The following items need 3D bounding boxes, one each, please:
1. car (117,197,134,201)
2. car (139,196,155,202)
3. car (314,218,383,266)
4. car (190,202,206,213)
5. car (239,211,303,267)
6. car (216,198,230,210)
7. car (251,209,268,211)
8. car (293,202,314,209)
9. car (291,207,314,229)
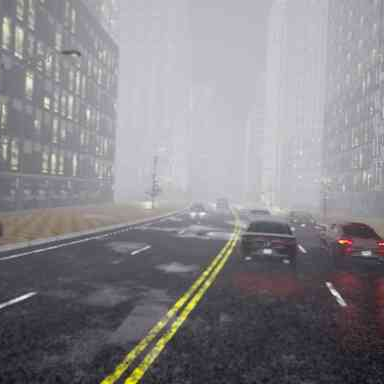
[{"bbox_3d":[-17.191,1.565,85.946,4.206,1.307,1.802,3,0,7],"label":"car"},{"bbox_3d":[-11.551,1.822,85.273,4.313,1.339,1.947,3,0,7],"label":"car"},{"bbox_3d":[6.375,1.937,13.500,1.812,1.442,4.674,2,0,12],"label":"car"},{"bbox_3d":[0.877,2.074,45.787,1.994,1.385,4.181,2,0,5],"label":"car"},{"bbox_3d":[2.894,1.734,12.708,1.882,1.535,5.008,2,-1,13],"label":"car"},{"bbox_3d":[5.248,2.014,56.809,2.150,2.045,5.566,2,-1,6],"label":"car"},{"bbox_3d":[5.330,2.042,26.272,2.033,1.411,5.357,2,-1,9],"label":"car"},{"bbox_3d":[27.117,3.433,81.053,5.009,1.841,2.192,3,0,6],"label":"car"},{"bbox_3d":[8.769,2.247,27.306,1.895,1.301,4.718,2,-1,9],"label":"car"}]
